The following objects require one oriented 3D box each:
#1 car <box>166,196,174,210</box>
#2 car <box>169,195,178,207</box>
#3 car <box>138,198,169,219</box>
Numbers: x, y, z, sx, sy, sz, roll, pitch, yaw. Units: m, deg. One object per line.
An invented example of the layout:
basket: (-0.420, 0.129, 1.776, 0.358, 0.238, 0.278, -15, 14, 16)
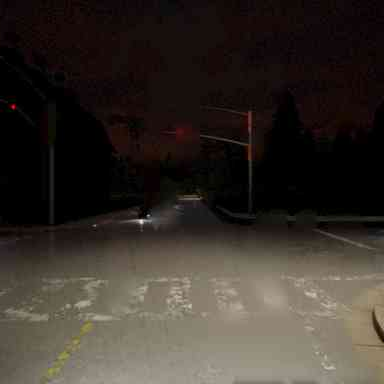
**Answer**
car: (-3.531, 1.505, 39.566, 1.837, 1.490, 4.892, 0, 0, 0)
car: (-3.508, 1.526, 48.863, 1.812, 1.442, 4.674, 0, 0, 0)
car: (-3.548, 1.547, 29.821, 2.033, 1.411, 5.357, 0, 0, 0)
